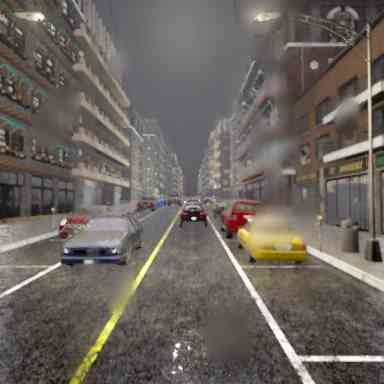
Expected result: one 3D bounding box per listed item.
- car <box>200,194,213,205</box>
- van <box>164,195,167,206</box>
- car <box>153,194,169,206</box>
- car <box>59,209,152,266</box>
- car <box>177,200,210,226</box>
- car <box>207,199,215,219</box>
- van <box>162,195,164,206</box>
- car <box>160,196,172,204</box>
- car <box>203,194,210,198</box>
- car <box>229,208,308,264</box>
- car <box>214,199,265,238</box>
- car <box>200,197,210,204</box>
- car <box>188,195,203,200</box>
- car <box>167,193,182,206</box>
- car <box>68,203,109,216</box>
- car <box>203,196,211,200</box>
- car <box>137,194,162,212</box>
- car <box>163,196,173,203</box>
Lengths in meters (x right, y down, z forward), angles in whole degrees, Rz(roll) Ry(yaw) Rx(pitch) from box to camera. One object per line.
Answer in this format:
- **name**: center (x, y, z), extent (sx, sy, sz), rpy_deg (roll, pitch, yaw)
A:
- **car**: center (2.596, 1.358, 62.525), extent (2.192, 1.841, 5.009), rpy_deg (2, 0, 0)
- **van**: center (-5.284, 1.367, 51.201), extent (1.690, 1.788, 3.998), rpy_deg (2, 0, 0)
- **car**: center (-5.283, 1.349, 56.866), extent (2.192, 1.841, 5.009), rpy_deg (2, 0, 0)
- **car**: center (-2.850, 1.546, 11.843), extent (2.033, 1.411, 5.357), rpy_deg (0, 0, 0)
- **car**: center (0.098, 1.525, 23.493), extent (1.812, 1.442, 4.674), rpy_deg (0, 0, 0)
- **car**: center (2.589, 1.552, 28.536), extent (2.008, 1.369, 4.403), rpy_deg (2, 0, 0)
- **van**: center (-5.284, 1.359, 45.535), extent (1.690, 1.788, 3.998), rpy_deg (2, 0, 0)
- **car**: center (-5.291, 1.619, 68.195), extent (1.947, 1.339, 4.313), rpy_deg (2, 0, 0)
- **car**: center (2.589, 1.585, 56.860), extent (2.008, 1.369, 4.403), rpy_deg (2, 0, 0)
- **car**: center (2.589, 1.525, 11.713), extent (1.752, 1.417, 4.829), rpy_deg (2, 0, 0)
- **car**: center (2.596, 1.315, 17.208), extent (2.192, 1.841, 5.009), rpy_deg (2, 0, 0)
- **car**: center (2.588, 1.635, 68.189), extent (1.802, 1.307, 4.206), rpy_deg (2, 0, 0)
- **car**: center (0.102, 1.467, 40.874), extent (1.801, 1.575, 5.366), rpy_deg (0, 0, 0)
- **car**: center (-2.808, 1.250, 54.158), extent (2.150, 2.045, 5.566), rpy_deg (0, 0, 0)
- **car**: center (-5.287, 1.440, 17.214), extent (1.967, 1.590, 4.097), rpy_deg (2, 0, 0)
- **car**: center (2.589, 1.536, 40.036), extent (1.752, 1.417, 4.829), rpy_deg (2, 0, 0)
- **car**: center (-5.283, 1.325, 39.871), extent (2.192, 1.841, 5.009), rpy_deg (2, 0, 0)
- **car**: center (-5.290, 1.616, 73.860), extent (2.008, 1.369, 4.403), rpy_deg (2, 0, 0)
